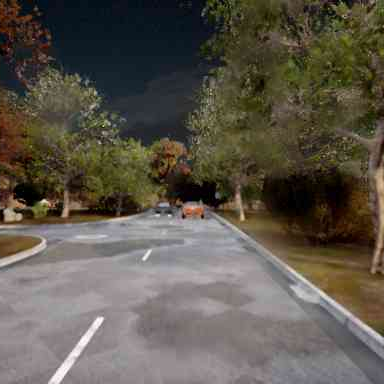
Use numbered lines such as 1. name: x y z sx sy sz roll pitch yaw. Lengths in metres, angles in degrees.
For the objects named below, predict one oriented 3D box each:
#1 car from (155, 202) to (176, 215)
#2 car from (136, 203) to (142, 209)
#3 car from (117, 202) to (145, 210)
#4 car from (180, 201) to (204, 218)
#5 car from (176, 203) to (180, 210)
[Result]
1. car: -3.349 2.022 40.862 1.812 1.442 4.674 0 -1 0
2. car: -12.490 2.172 59.660 5.566 2.045 2.150 0 -2 10
3. car: -11.612 2.573 62.923 4.892 1.490 1.837 -1 -2 14
4. car: 0.093 1.715 34.397 2.097 1.767 4.553 0 -1 0
5. car: -1.313 2.345 54.128 1.994 1.385 4.181 1 -2 -18
